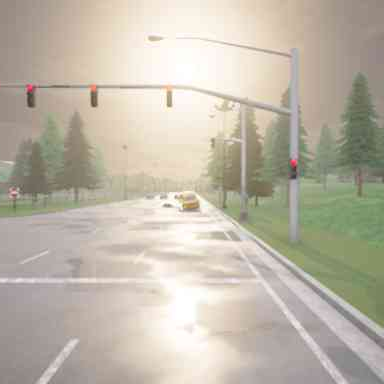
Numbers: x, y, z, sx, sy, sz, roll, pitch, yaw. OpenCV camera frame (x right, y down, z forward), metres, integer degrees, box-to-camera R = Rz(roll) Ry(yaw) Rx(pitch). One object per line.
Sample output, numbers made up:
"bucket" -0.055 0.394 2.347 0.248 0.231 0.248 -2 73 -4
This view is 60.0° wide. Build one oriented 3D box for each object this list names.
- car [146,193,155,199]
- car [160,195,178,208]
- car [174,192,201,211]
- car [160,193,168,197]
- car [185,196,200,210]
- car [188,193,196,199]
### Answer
"car" -10.495 1.055 83.369 2.033 1.411 5.357 0 0 0
"car" -2.285 2.646 41.478 5.357 2.033 1.411 21 -24 43
"car" -0.419 0.836 38.427 1.882 1.535 5.008 -13 17 -9
"car" -6.995 1.055 83.369 2.033 1.411 5.357 0 0 0
"car" 0.044 1.322 41.920 1.812 1.442 4.674 0 2 0
"car" 0.005 1.067 83.369 1.994 1.385 4.181 0 0 0
